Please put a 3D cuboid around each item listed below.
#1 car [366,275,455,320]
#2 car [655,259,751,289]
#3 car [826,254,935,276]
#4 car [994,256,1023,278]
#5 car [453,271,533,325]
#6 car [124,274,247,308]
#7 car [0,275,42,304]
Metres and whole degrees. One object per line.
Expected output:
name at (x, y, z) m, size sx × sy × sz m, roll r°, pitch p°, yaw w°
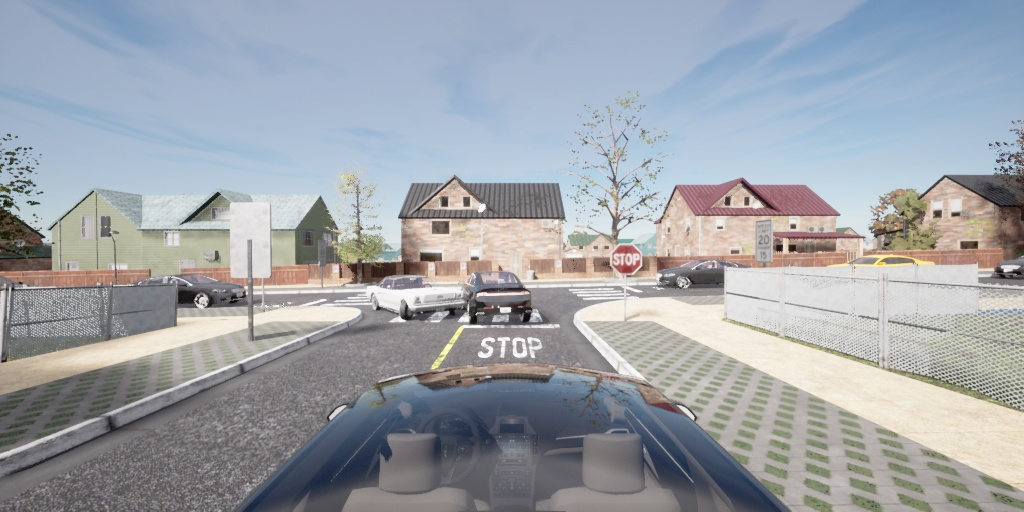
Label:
car at (-3.596, 1.367, 12.866) m, size 1.895 × 1.301 × 4.718 m, roll 0°, pitch 0°, yaw -38°
car at (10.341, 0.925, 19.408) m, size 4.902 × 1.511 × 2.128 m, roll -1°, pitch 1°, yaw 0°
car at (19.771, 0.690, 19.439) m, size 5.008 × 1.535 × 1.882 m, roll -1°, pitch 1°, yaw 0°
car at (29.396, 0.478, 19.470) m, size 4.902 × 1.511 × 2.128 m, roll -1°, pitch 1°, yaw 0°
car at (-0.679, 1.242, 12.005) m, size 2.128 × 1.511 × 4.902 m, roll 0°, pitch 0°, yaw -12°
car at (-14.894, 1.566, 16.368) m, size 4.902 × 1.511 × 2.128 m, roll -1°, pitch 1°, yaw 0°
car at (-24.231, 1.648, 16.333) m, size 4.553 × 1.767 × 2.097 m, roll -1°, pitch 1°, yaw 0°
